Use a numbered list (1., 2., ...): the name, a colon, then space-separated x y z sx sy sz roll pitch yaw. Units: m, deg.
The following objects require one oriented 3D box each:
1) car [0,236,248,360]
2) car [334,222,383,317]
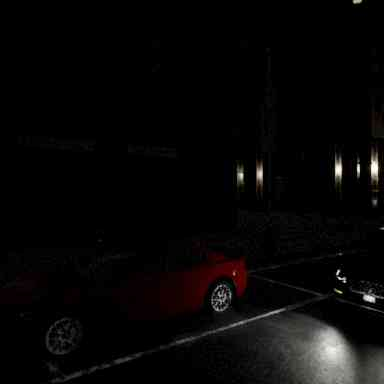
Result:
1. car: -1.000 1.544 5.944 4.507 1.381 1.887 0 0 -36
2. car: 4.892 1.504 6.887 4.892 1.490 1.837 0 0 -36
